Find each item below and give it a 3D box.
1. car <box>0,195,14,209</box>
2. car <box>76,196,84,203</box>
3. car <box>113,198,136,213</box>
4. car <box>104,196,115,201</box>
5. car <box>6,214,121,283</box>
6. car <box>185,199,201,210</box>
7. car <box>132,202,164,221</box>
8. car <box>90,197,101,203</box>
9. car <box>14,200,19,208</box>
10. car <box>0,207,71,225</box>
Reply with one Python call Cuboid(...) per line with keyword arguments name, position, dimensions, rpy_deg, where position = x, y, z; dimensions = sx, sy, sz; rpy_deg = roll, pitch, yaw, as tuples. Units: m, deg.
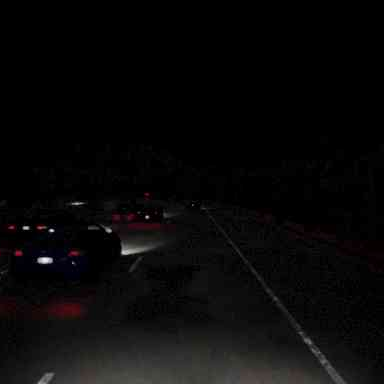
Cuboid(name="car", position=(-17.605, 1.224, 27.719), dimensions=(2.150, 2.045, 5.566), rpy_deg=(0, 0, 0))
Cuboid(name="car", position=(-25.856, 1.706, 76.905), dimensions=(2.128, 1.511, 4.902), rpy_deg=(0, 0, -18))
Cuboid(name="car", position=(-6.909, 1.540, 36.439), dimensions=(1.812, 1.442, 4.674), rpy_deg=(0, 0, 0))
Cuboid(name="car", position=(-14.920, 1.564, 61.022), dimensions=(1.882, 1.535, 5.008), rpy_deg=(0, 0, -7))
Cuboid(name="car", position=(-3.403, 1.558, 9.712), dimensions=(1.994, 1.385, 4.181), rpy_deg=(0, 0, 0))
Cuboid(name="car", position=(0.087, 1.593, 42.915), dimensions=(1.994, 1.385, 4.181), rpy_deg=(0, 0, 0))
Cuboid(name="car", position=(-3.407, 1.603, 27.585), dimensions=(1.895, 1.301, 4.718), rpy_deg=(0, 0, 0))
Cuboid(name="car", position=(-19.866, 1.679, 68.866), dimensions=(1.994, 1.385, 4.181), rpy_deg=(0, 0, -13))
Cuboid(name="car", position=(-21.105, 1.367, 36.591), dimensions=(2.097, 1.767, 4.553), rpy_deg=(0, 0, 0))
Cuboid(name="car", position=(-6.904, 1.542, 16.345), dimensions=(2.033, 1.411, 5.357), rpy_deg=(0, 0, 0))
